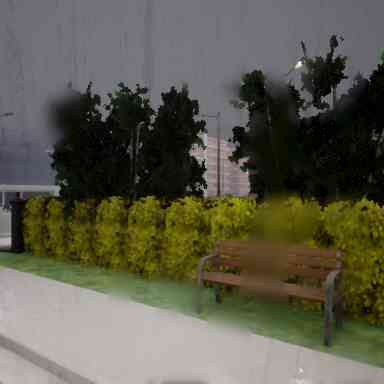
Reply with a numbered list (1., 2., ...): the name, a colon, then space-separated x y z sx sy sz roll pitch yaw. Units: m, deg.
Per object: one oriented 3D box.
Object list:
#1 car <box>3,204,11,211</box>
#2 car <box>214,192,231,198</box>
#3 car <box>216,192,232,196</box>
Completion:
1. car: -18.867 1.498 38.793 2.033 1.411 5.357 0 0 35
2. car: 7.048 0.685 75.574 1.812 1.442 4.674 0 0 35
3. car: 6.763 0.699 69.069 2.128 1.511 4.902 0 1 35
